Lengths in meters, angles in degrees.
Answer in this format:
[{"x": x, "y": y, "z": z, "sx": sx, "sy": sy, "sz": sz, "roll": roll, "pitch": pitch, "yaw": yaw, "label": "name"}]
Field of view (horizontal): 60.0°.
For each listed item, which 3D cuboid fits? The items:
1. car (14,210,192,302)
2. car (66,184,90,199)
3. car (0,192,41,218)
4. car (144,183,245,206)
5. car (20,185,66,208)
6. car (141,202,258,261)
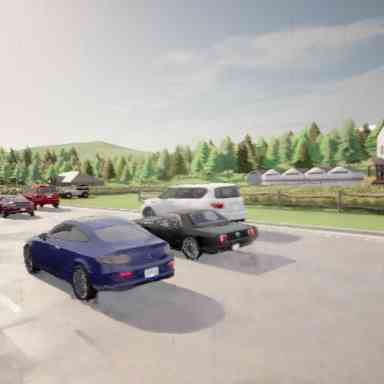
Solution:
[{"x": -2.341, "y": 1.280, "z": 7.735, "sx": 1.812, "sy": 1.442, "sz": 4.674, "roll": -3, "pitch": 3, "yaw": -44, "label": "car"}, {"x": -15.485, "y": -0.063, "z": 44.137, "sx": 3.866, "sy": 1.878, "sz": 1.905, "roll": -3, "pitch": 3, "yaw": -44, "label": "car"}, {"x": -12.653, "y": 0.951, "z": 23.457, "sx": 1.812, "sy": 1.442, "sz": 4.674, "roll": -3, "pitch": 3, "yaw": -44, "label": "car"}, {"x": -0.100, "y": 0.633, "z": 15.469, "sx": 2.150, "sy": 2.045, "sz": 5.566, "roll": -3, "pitch": 3, "yaw": -44, "label": "car"}, {"x": -13.749, "y": 0.442, "z": 29.636, "sx": 2.150, "sy": 2.045, "sz": 5.566, "roll": -3, "pitch": 3, "yaw": -44, "label": "car"}, {"x": -0.343, "y": 1.194, "z": 10.707, "sx": 1.895, "sy": 1.301, "sz": 4.718, "roll": -3, "pitch": 3, "yaw": -44, "label": "car"}]
